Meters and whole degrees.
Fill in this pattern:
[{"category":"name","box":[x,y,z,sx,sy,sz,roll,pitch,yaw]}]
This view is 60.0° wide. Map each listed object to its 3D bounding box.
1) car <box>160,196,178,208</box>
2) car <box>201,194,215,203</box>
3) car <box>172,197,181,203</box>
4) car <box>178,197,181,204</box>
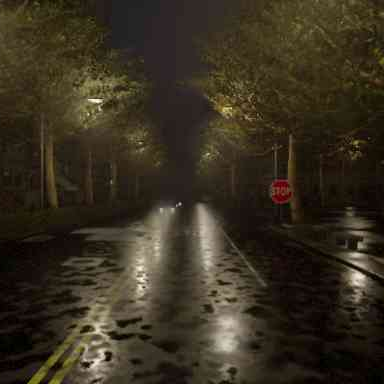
[{"category":"car","box":[-3.541,1.439,49.036,2.097,1.767,4.553,0,0,0]},{"category":"car","box":[3.128,1.358,73.055,2.435,2.045,5.566,0,0,0]},{"category":"car","box":[-3.424,1.728,74.489,1.895,1.301,4.718,0,0,0]},{"category":"car","box":[-3.487,1.661,63.832,2.033,1.411,5.357,0,0,1]}]
